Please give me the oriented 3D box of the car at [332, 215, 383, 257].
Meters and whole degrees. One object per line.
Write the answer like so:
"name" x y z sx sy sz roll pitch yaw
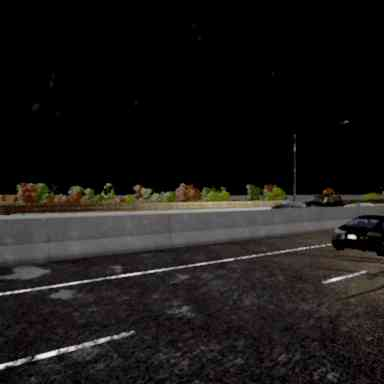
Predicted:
"car" 7.528 1.634 13.421 4.181 1.385 1.994 0 0 -36

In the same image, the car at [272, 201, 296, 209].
"car" 11.506 1.706 38.000 5.357 1.411 2.033 0 0 -35

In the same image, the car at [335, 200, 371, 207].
"car" 16.636 1.766 33.061 4.718 1.301 1.895 0 0 -35

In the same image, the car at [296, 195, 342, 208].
"car" 13.957 1.382 35.446 5.566 2.045 2.150 0 0 -35
